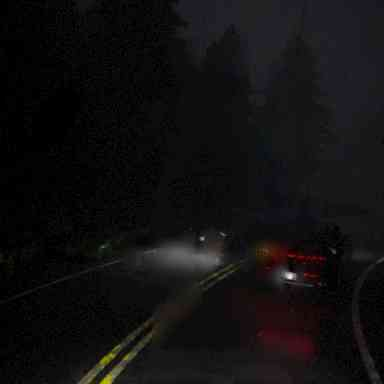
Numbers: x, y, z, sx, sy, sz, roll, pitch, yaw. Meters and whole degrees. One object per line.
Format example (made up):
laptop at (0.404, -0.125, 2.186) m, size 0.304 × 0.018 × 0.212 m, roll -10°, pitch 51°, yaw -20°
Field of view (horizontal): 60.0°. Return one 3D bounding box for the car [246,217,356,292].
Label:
car at (3.285, 1.501, 9.249) m, size 1.837 × 1.490 × 4.892 m, roll 3°, pitch 2°, yaw 29°

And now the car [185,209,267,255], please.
car at (1.675, 1.374, 12.828) m, size 1.994 × 1.385 × 4.181 m, roll 4°, pitch 3°, yaw 41°
